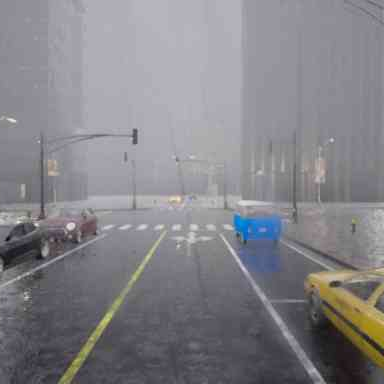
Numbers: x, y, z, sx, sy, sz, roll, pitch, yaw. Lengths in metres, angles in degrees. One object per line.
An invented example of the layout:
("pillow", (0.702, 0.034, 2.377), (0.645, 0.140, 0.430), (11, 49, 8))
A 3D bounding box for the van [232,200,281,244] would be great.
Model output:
("van", (2.854, 1.307, 15.287), (1.690, 1.788, 3.998), (-1, 0, 0))

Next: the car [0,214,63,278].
("car", (-5.671, 1.545, 9.666), (1.947, 1.339, 4.313), (-1, 0, 0))

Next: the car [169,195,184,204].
("car", (-2.951, 1.340, 59.367), (1.882, 1.535, 5.008), (0, 0, 1))

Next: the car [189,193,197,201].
("car", (0.152, 1.279, 78.744), (1.837, 1.490, 4.892), (0, 0, 0))

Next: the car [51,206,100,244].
("car", (-5.671, 1.406, 15.289), (1.967, 1.590, 4.097), (-1, 0, 0))

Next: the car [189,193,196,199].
("car", (0.188, 1.056, 89.166), (1.837, 1.490, 4.892), (0, 0, 0))

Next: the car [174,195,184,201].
("car", (-2.863, 1.362, 74.380), (1.994, 1.385, 4.181), (0, 0, 0))

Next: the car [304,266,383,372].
("car", (2.852, 1.516, 4.208), (1.752, 1.417, 4.829), (-1, 0, 0))
